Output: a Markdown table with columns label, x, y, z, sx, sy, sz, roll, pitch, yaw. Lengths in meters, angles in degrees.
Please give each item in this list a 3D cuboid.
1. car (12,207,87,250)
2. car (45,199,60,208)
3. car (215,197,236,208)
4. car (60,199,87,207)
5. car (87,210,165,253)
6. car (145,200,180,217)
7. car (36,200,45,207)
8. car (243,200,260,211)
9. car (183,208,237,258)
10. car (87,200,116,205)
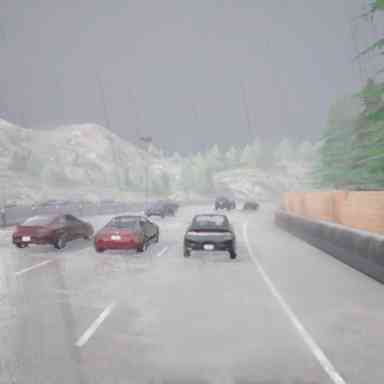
| label | x | y | z | sx | sy | sz | roll | pitch | yaw |
| --- | --- | --- | --- | --- | --- | --- | --- | --- | --- |
| car | -6.108 | 1.644 | 15.004 | 1.812 | 1.442 | 4.674 | 0 | 0 | 5 |
| car | -20.026 | 1.890 | 51.871 | 1.882 | 1.535 | 5.008 | 0 | 0 | 18 |
| car | 4.947 | 1.713 | 49.087 | 2.150 | 2.045 | 5.566 | 0 | -1 | 19 |
| car | -16.906 | 1.900 | 50.099 | 2.128 | 1.511 | 4.902 | 0 | -1 | 18 |
| car | -2.656 | 1.692 | 14.427 | 1.994 | 1.385 | 4.181 | 0 | 0 | 5 |
| car | -3.162 | 1.856 | 33.581 | 2.033 | 1.411 | 5.357 | 0 | -1 | 13 |
| car | -23.052 | 1.923 | 53.892 | 1.837 | 1.490 | 4.892 | 0 | -1 | 18 |
| car | 8.806 | 2.012 | 49.054 | 1.837 | 1.490 | 4.892 | -1 | 0 | 19 |
| car | 0.770 | 1.625 | 13.377 | 2.128 | 1.511 | 4.902 | 0 | 0 | 5 |
| car | -13.170 | 1.930 | 50.286 | 1.837 | 1.490 | 4.892 | 0 | 0 | 18 |
